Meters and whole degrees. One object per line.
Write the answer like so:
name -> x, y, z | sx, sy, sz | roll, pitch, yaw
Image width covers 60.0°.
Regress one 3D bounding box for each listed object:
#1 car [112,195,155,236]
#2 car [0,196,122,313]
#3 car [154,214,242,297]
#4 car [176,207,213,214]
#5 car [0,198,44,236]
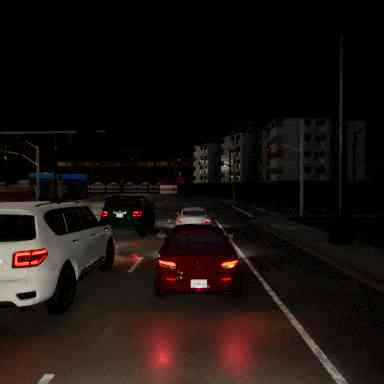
car -> -3.352, 1.179, 18.147 | 2.150, 2.045, 5.566 | 0, 0, 0
car -> -3.383, 1.218, 7.788 | 2.150, 2.045, 5.566 | 0, 0, 0
car -> 0.120, 1.521, 8.431 | 1.812, 1.442, 4.674 | 0, 0, 0
car -> 0.115, 1.490, 17.518 | 1.812, 1.442, 4.674 | 0, 0, 1
car -> -10.475, 1.299, 18.833 | 2.097, 1.767, 4.553 | 0, 0, 0
